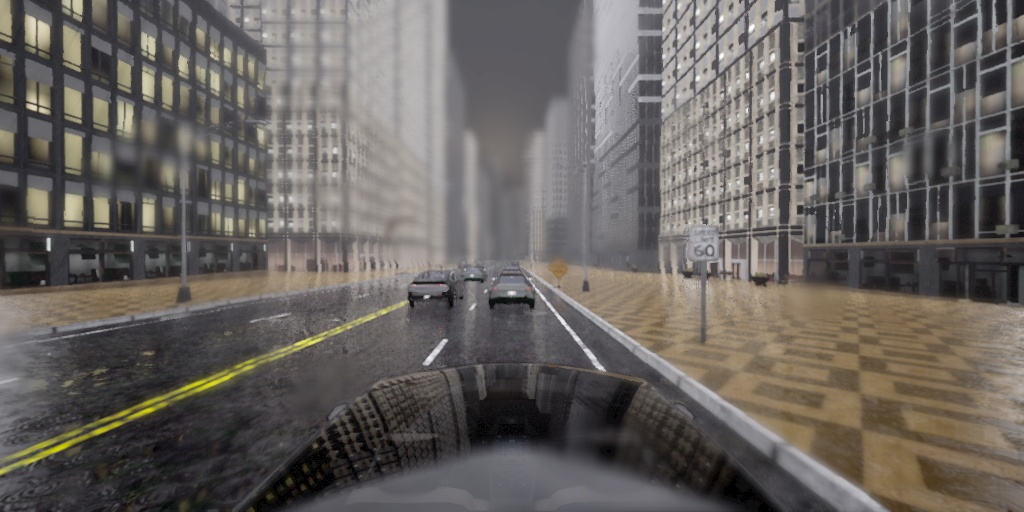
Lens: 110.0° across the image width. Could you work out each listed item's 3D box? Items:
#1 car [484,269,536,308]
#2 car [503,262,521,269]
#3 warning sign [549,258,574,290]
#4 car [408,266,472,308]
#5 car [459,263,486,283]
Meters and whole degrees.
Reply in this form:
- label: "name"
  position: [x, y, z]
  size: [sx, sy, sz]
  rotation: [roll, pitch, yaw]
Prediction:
- label: "car"
  position: [-0.003, 1.450, 16.124]
  size: [1.994, 1.385, 4.181]
  rotation: [0, -1, 0]
- label: "car"
  position: [-0.009, 1.521, 31.150]
  size: [2.128, 1.511, 4.902]
  rotation: [0, 0, 0]
- label: "warning sign"
  position: [2.840, 1.054, 21.675]
  size: [1.300, 1.860, 1.060]
  rotation: [0, 0, 0]
- label: "car"
  position: [-3.253, 1.379, 16.141]
  size: [2.128, 1.511, 4.902]
  rotation: [0, 0, 0]
- label: "car"
  position: [-3.255, 1.592, 31.151]
  size: [1.994, 1.385, 4.181]
  rotation: [0, 0, 0]
